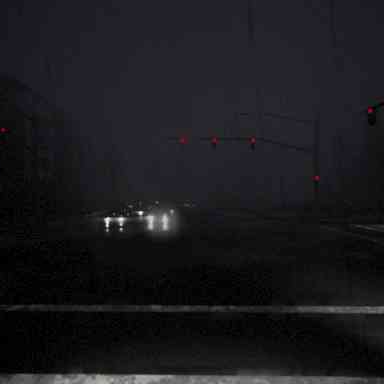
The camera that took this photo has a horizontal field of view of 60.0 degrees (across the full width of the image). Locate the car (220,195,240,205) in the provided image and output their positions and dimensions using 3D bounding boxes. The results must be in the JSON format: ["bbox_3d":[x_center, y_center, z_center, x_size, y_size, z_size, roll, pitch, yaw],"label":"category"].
[{"bbox_3d":[6.839,1.609,57.566,1.895,1.301,4.718,0,0,23],"label":"car"}]

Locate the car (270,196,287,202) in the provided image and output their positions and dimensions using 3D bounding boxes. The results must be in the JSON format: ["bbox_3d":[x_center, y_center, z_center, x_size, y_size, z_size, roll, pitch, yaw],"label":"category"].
[{"bbox_3d":[18.850,1.534,73.156,4.674,1.442,1.812,0,0,-36],"label":"car"}]

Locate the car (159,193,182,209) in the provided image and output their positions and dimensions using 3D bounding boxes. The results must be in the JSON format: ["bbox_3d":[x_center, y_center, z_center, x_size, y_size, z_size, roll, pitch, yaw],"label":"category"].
[{"bbox_3d":[-3.188,1.223,46.094,2.150,2.045,5.566,0,1,5],"label":"car"}]

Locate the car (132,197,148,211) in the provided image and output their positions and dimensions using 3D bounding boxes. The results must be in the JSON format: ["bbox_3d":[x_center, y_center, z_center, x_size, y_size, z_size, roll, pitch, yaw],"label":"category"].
[{"bbox_3d":[-6.869,1.358,41.450,2.097,1.767,4.553,0,0,1],"label":"car"}]

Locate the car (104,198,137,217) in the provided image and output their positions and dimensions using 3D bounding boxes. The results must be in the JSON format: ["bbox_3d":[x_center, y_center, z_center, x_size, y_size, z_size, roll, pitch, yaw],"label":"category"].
[{"bbox_3d":[-6.933,1.552,31.975,2.033,1.411,5.357,0,0,-1],"label":"car"}]

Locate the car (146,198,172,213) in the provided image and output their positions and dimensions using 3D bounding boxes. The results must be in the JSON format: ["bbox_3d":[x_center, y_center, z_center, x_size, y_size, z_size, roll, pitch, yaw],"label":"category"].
[{"bbox_3d":[-3.502,1.606,36.402,1.895,1.301,4.718,0,0,-1],"label":"car"}]

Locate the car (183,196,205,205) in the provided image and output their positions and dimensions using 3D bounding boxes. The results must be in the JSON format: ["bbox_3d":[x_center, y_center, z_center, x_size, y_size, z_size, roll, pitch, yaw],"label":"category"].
[{"bbox_3d":[0.602,1.609,60.881,1.895,1.301,4.718,0,0,25],"label":"car"}]

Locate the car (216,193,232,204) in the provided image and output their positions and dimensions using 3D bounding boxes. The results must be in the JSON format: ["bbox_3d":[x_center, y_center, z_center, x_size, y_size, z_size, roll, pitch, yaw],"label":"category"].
[{"bbox_3d":[6.862,1.230,65.327,2.150,2.045,5.566,0,0,35],"label":"car"}]

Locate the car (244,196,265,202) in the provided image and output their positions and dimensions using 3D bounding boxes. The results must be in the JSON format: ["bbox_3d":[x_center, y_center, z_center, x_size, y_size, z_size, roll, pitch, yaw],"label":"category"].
[{"bbox_3d":[13.785,1.550,73.493,5.357,1.411,2.033,0,0,-39],"label":"car"}]
